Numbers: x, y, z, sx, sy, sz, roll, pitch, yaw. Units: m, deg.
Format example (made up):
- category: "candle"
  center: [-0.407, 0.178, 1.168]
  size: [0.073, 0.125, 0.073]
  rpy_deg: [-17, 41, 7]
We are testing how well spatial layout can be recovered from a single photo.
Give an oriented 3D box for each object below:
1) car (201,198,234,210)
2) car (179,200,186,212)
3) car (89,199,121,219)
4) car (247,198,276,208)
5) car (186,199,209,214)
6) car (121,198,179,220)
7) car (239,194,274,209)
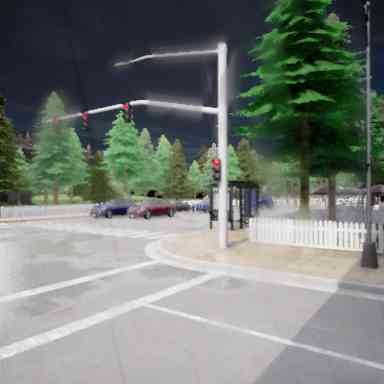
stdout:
- category: "car"
  center: [3.440, 1.557, 43.980]
  size: [1.837, 1.490, 4.892]
  rpy_deg: [0, 0, 41]
- category: "car"
  center: [-2.008, 1.618, 37.184]
  size: [1.994, 1.385, 4.181]
  rpy_deg: [0, 0, 36]
- category: "car"
  center: [-7.070, 1.407, 30.233]
  size: [2.097, 1.767, 4.553]
  rpy_deg: [0, 0, 36]
- category: "car"
  center: [10.613, 1.607, 50.816]
  size: [4.181, 1.385, 1.994]
  rpy_deg: [0, 0, -37]
- category: "car"
  center: [1.847, 1.515, 36.505]
  size: [1.882, 1.535, 5.008]
  rpy_deg: [0, 0, 37]
- category: "car"
  center: [-3.590, 1.390, 29.082]
  size: [2.097, 1.767, 4.553]
  rpy_deg: [0, 0, 36]
- category: "car"
  center: [8.699, 1.255, 44.672]
  size: [5.566, 2.045, 2.150]
  rpy_deg: [0, 0, -44]
